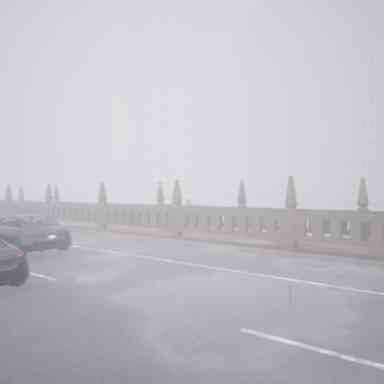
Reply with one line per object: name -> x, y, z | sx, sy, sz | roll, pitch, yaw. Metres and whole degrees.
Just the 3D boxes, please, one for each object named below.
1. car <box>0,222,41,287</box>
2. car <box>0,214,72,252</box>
car -> -5.866, 1.564, 8.171 | 4.181, 1.385, 1.994 | 0, 0, 36
car -> -6.615, 1.564, 13.004 | 4.181, 1.385, 1.994 | 0, 0, 35
